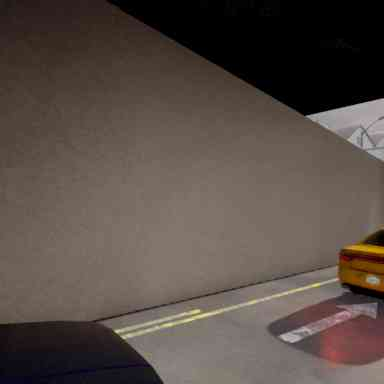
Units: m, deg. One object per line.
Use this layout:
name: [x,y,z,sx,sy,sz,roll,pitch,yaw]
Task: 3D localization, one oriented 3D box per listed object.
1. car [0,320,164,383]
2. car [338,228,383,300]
car: [-2.732,1.547,1.835,5.357,1.411,2.033,0,0,-35]
car: [5.364,1.478,7.585,5.008,1.535,1.882,0,0,-35]
